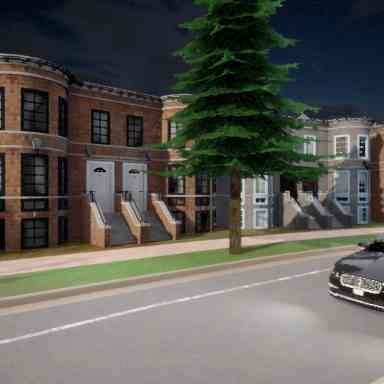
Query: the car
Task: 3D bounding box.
[{"bbox_3d":[4.991,1.504,7.102,4.892,1.490,1.837,0,0,-31],"label":"car"}]
